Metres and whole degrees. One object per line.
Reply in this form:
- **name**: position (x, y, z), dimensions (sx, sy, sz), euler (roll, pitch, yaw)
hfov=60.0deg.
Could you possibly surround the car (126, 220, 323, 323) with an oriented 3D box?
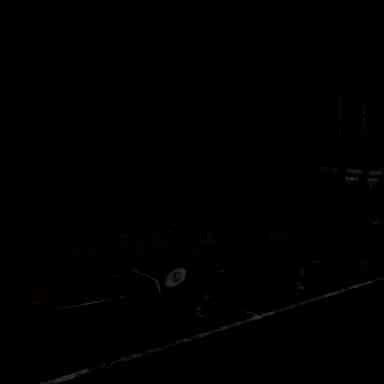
- **car**: position (0.662, 1.439, 7.133), dimensions (4.097, 1.590, 1.967), euler (0, 0, -36)

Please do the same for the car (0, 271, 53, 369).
- **car**: position (-3.890, 1.582, 3.867), dimensions (4.206, 1.307, 1.802), euler (0, 0, -36)

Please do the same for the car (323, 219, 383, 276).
- **car**: position (5.213, 1.564, 10.399), dimensions (4.313, 1.339, 1.947), euler (0, 0, -36)
